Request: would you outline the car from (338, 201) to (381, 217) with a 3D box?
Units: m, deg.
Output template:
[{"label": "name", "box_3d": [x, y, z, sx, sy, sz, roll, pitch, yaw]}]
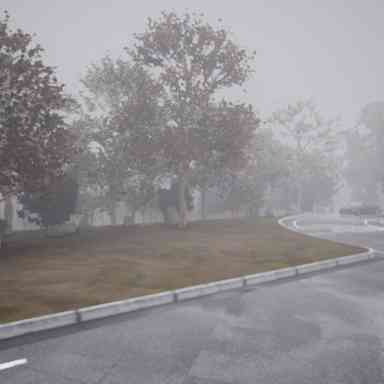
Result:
[{"label": "car", "box_3d": [16.456, 1.613, 32.593, 5.008, 1.535, 1.882, 0, -1, -32]}]
